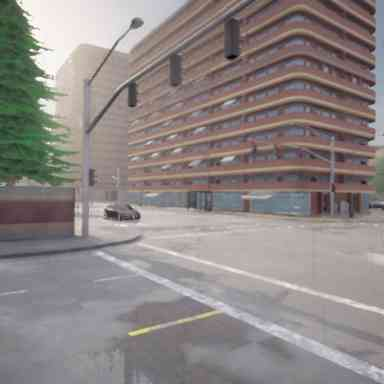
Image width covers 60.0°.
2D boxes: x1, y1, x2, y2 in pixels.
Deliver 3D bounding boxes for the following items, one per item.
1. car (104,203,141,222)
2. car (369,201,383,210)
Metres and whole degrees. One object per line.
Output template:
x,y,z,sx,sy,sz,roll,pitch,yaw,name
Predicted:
-6.063,1.761,28.660,1.837,1.490,4.892,1,0,-35,car
30.538,2.211,56.397,1.882,1.535,5.008,1,-1,-5,car
